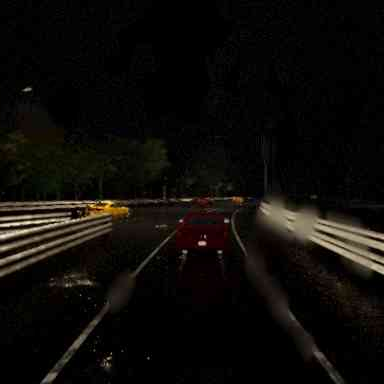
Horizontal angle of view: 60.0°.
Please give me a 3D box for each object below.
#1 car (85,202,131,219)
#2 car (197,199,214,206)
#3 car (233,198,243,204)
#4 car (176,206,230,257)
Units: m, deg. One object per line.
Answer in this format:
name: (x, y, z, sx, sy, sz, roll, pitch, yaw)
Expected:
car: (-7.047, 1.592, 28.472, 1.882, 1.535, 5.008, 0, -1, 18)
car: (2.329, 1.891, 56.599, 1.882, 1.535, 5.008, 0, -1, 18)
car: (11.834, 2.218, 85.092, 1.882, 1.535, 5.008, 0, -1, 18)
car: (0.477, 1.554, 13.439, 1.882, 1.535, 5.008, 0, 0, 3)
